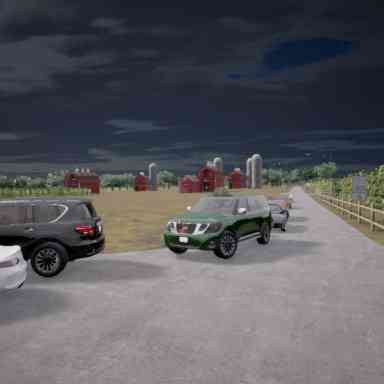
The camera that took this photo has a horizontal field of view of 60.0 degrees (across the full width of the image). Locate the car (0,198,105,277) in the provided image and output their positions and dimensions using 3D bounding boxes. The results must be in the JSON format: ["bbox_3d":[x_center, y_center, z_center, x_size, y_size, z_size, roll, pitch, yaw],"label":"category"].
[{"bbox_3d":[-5.385,1.231,9.616,5.566,2.045,2.150,-1,1,-4],"label":"car"}]

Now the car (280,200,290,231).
[{"bbox_3d":[4.376,1.386,19.032,1.994,1.385,4.181,0,0,17],"label":"car"}]

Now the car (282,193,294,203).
[{"bbox_3d":[10.316,1.134,37.745,1.837,1.490,4.892,0,1,17],"label":"car"}]

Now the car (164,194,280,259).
[{"bbox_3d":[1.271,1.112,12.702,2.150,2.045,5.566,0,0,34],"label":"car"}]

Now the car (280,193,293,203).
[{"bbox_3d":[15.319,0.933,53.569,1.882,1.535,5.008,0,0,18],"label":"car"}]

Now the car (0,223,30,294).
[{"bbox_3d":[-5.754,1.614,6.319,4.674,1.442,1.812,-2,1,-26],"label":"car"}]

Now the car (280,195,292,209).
[{"bbox_3d":[6.215,1.243,24.770,1.882,1.535,5.008,0,0,17],"label":"car"}]
